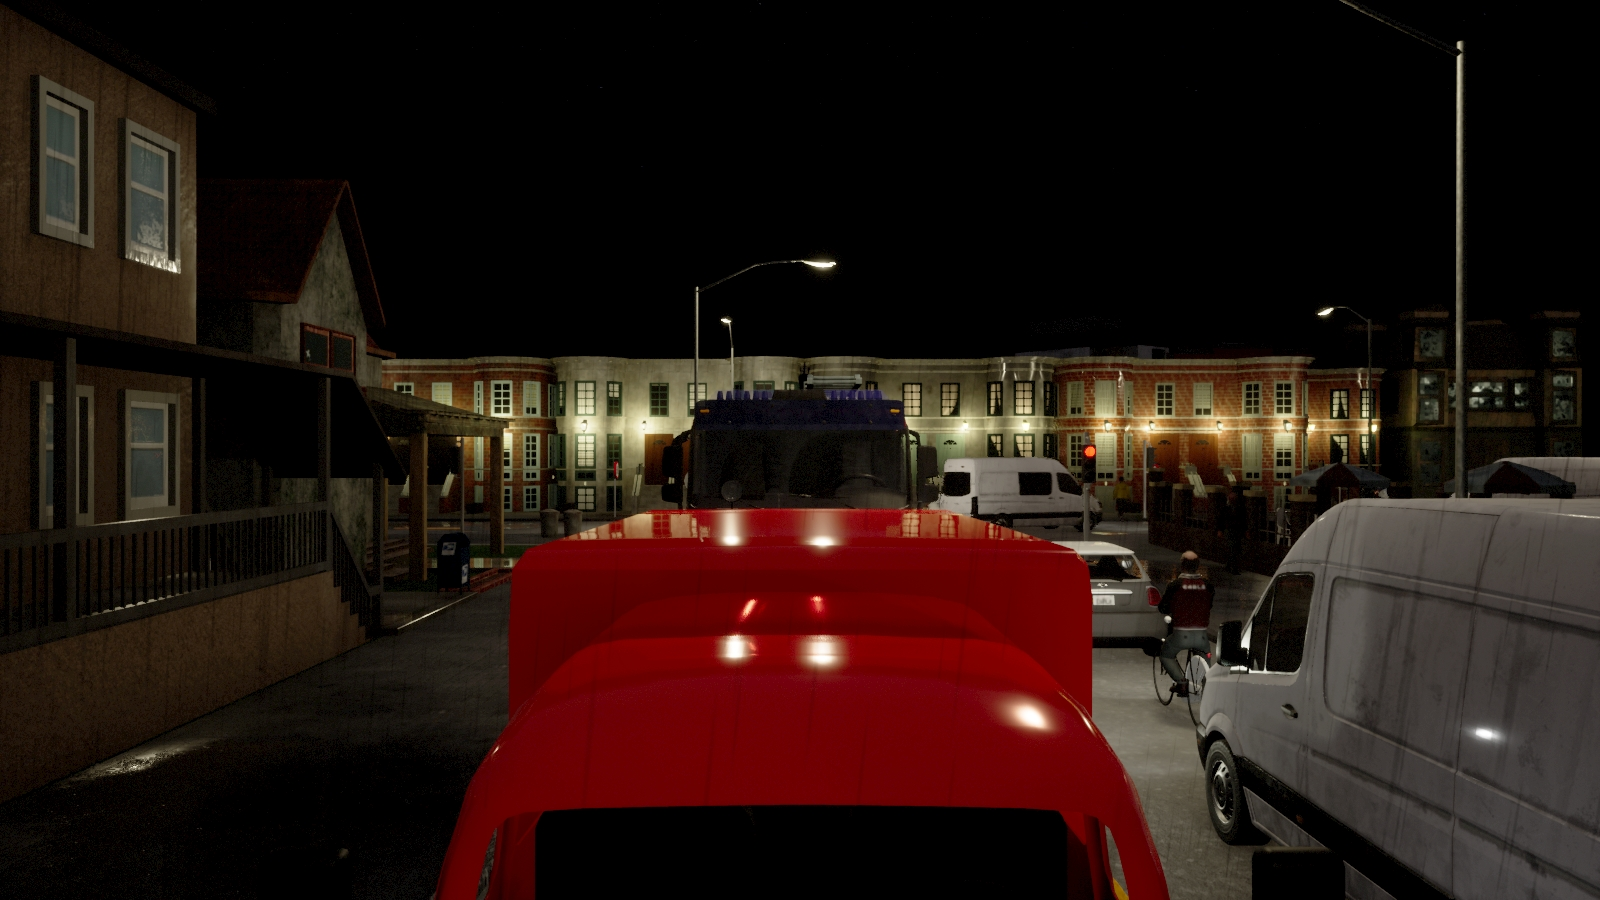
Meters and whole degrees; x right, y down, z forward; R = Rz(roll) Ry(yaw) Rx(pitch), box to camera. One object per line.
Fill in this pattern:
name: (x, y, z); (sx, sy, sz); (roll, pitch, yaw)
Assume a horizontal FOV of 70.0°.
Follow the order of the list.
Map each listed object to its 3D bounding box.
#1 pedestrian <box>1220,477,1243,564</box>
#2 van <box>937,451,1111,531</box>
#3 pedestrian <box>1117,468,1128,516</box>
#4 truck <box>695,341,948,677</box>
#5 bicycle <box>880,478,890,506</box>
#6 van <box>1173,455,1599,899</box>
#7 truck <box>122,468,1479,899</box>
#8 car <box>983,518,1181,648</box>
pedestrian: (9.360, 1.529, 24.789); (0.375, 1.860, 0.375); (0, 0, -1)
van: (7.682, 1.331, 38.962); (5.915, 2.561, 1.988); (0, -1, -28)
pedestrian: (12.605, 1.648, 44.688); (0.375, 1.860, 0.375); (0, 0, 8)
truck: (0.275, 0.678, 17.256); (2.891, 3.827, 8.468); (0, 0, 0)
bicycle: (4.005, 1.963, 53.762); (0.329, 1.271, 1.835); (0, 0, 0)
van: (4.008, 1.318, 6.281); (1.988, 2.561, 5.915); (0, 0, 0)
truck: (-0.002, 1.351, 4.813); (2.627, 2.467, 5.204); (0, 0, 0)
car: (3.996, 1.852, 16.834); (1.970, 1.475, 3.806); (0, 0, 0)
